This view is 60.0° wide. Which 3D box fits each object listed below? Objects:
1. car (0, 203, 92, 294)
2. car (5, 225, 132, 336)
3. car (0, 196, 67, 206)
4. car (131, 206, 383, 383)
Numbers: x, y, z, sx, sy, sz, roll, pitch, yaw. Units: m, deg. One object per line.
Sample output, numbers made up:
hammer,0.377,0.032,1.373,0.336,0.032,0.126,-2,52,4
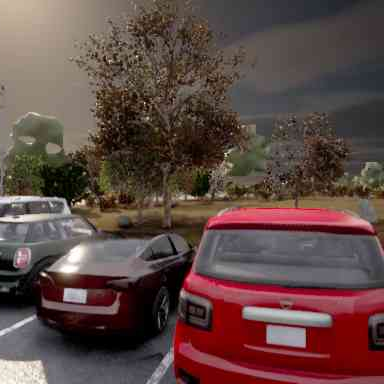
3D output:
car,-3.458,1.323,8.500,2.185,1.767,4.553,1,0,15
car,-1.013,1.501,6.851,2.163,1.488,4.792,0,-1,15
car,-5.893,1.166,10.198,2.435,2.045,5.566,1,0,15
car,1.419,1.233,5.136,2.435,2.045,5.566,0,-1,15
